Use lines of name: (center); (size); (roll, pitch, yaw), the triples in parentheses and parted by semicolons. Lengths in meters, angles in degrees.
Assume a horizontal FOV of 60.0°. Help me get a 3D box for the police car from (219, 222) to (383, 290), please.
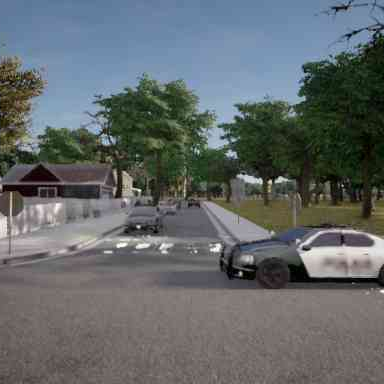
police car: (3.299, 1.614, 8.804); (4.974, 1.542, 2.038); (2, -1, -6)

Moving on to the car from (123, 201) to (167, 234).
car: (-2.736, 1.530, 19.617); (1.837, 1.490, 4.892); (0, 1, 1)

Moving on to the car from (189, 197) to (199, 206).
car: (0.382, 1.742, 61.757); (1.812, 1.442, 4.674); (0, 0, 0)

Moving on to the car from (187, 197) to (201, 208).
car: (0.315, 1.668, 51.335); (1.837, 1.490, 4.892); (0, 0, 0)

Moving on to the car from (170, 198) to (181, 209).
car: (-2.536, 1.628, 46.870); (2.128, 1.511, 4.902); (0, 0, 1)

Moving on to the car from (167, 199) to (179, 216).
car: (-2.637, 1.680, 34.074); (1.895, 1.301, 4.718); (0, 0, 0)
